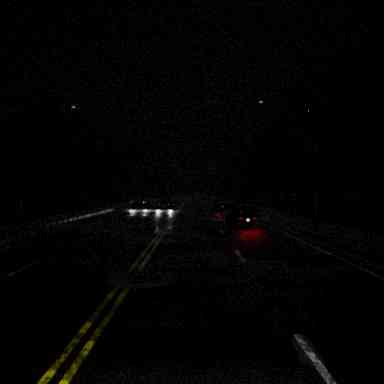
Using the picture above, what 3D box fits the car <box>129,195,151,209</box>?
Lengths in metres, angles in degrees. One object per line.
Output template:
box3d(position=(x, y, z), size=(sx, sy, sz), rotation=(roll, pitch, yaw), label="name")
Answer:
box3d(position=(-6.529, 1.203, 42.115), size=(2.097, 1.767, 4.553), rotation=(0, 0, 0), label="car")

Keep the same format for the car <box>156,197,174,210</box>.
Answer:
box3d(position=(-3.283, 1.359, 40.962), size=(1.837, 1.490, 4.892), rotation=(0, 0, 0), label="car")

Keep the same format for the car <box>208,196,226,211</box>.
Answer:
box3d(position=(3.404, 1.352, 39.029), size=(2.128, 1.511, 4.902), rotation=(0, 0, 0), label="car")

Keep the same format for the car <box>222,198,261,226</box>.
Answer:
box3d(position=(3.381, 1.419, 22.462), size=(1.837, 1.490, 4.892), rotation=(0, 0, 0), label="car")

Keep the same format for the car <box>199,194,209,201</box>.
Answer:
box3d(position=(3.359, 1.315, 79.247), size=(2.033, 1.411, 5.357), rotation=(0, 0, 0), label="car")
